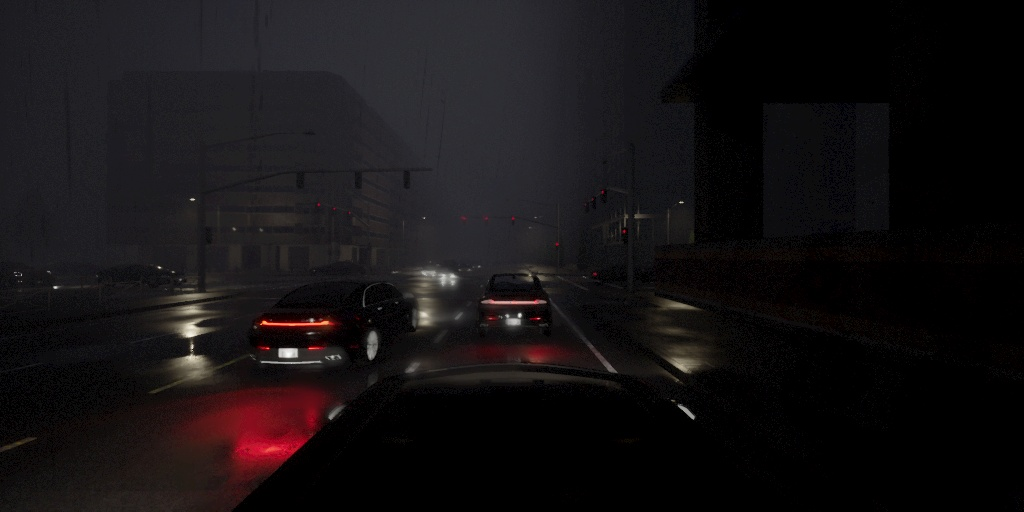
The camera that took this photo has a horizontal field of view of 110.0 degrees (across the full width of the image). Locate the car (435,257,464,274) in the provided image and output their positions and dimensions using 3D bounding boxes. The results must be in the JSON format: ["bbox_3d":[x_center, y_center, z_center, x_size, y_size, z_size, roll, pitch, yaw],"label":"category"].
[{"bbox_3d":[-7.294,1.243,42.221,2.128,1.511,4.902,0,0,-3],"label":"car"}]

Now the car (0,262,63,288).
[{"bbox_3d":[-33.393,1.157,23.673,4.553,1.767,2.097,0,0,0],"label":"car"}]

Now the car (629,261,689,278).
[{"bbox_3d":[13.949,1.296,34.287,4.902,1.511,2.128,0,0,0],"label":"car"}]

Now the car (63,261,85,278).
[{"bbox_3d":[-42.677,1.282,34.385,5.008,1.535,1.882,0,0,0],"label":"car"}]

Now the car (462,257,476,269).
[{"bbox_3d":[-7.443,1.227,57.497,1.882,1.535,5.008,0,0,1],"label":"car"}]

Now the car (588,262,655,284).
[{"bbox_3d":[8.500,1.354,26.914,5.357,1.411,2.033,0,0,-1],"label":"car"}]

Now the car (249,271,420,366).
[{"bbox_3d":[-3.451,1.255,7.977,1.837,1.490,4.892,0,0,0],"label":"car"}]

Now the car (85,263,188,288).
[{"bbox_3d":[-24.326,1.296,23.655,4.902,1.511,2.128,0,0,0],"label":"car"}]

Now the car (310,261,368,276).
[{"bbox_3d":[-16.548,1.275,34.436,5.008,1.535,1.882,0,2,-21],"label":"car"}]

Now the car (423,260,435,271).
[{"bbox_3d":[-10.985,1.241,49.574,2.128,1.511,4.902,0,0,0],"label":"car"}]

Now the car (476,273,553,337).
[{"bbox_3d":[0.059,1.241,10.297,2.128,1.511,4.902,0,0,0],"label":"car"}]
